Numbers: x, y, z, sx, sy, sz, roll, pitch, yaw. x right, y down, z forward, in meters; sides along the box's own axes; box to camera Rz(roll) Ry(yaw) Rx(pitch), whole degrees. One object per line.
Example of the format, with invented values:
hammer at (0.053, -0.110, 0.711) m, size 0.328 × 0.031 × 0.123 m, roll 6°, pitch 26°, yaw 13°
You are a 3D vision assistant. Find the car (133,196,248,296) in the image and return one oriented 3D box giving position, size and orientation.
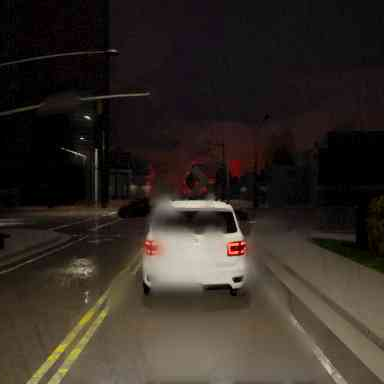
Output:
car at (0.079, 1.221, 8.759) m, size 2.150 × 2.045 × 5.566 m, roll 0°, pitch 0°, yaw 0°

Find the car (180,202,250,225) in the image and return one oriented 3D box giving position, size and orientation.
car at (1.620, 1.512, 24.122) m, size 4.892 × 1.490 × 1.837 m, roll 0°, pitch 0°, yaw 0°

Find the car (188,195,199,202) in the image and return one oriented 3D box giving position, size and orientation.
car at (0.326, 1.524, 75.349) m, size 1.812 × 1.442 × 4.674 m, roll 0°, pitch 0°, yaw 8°

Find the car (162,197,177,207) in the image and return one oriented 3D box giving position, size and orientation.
car at (-3.532, 1.564, 52.903) m, size 1.994 × 1.385 × 4.181 m, roll 0°, pitch 0°, yaw 0°

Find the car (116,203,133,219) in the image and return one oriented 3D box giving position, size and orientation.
car at (-4.469, 1.593, 29.163) m, size 4.181 × 1.385 × 1.994 m, roll 0°, pitch 0°, yaw -26°
